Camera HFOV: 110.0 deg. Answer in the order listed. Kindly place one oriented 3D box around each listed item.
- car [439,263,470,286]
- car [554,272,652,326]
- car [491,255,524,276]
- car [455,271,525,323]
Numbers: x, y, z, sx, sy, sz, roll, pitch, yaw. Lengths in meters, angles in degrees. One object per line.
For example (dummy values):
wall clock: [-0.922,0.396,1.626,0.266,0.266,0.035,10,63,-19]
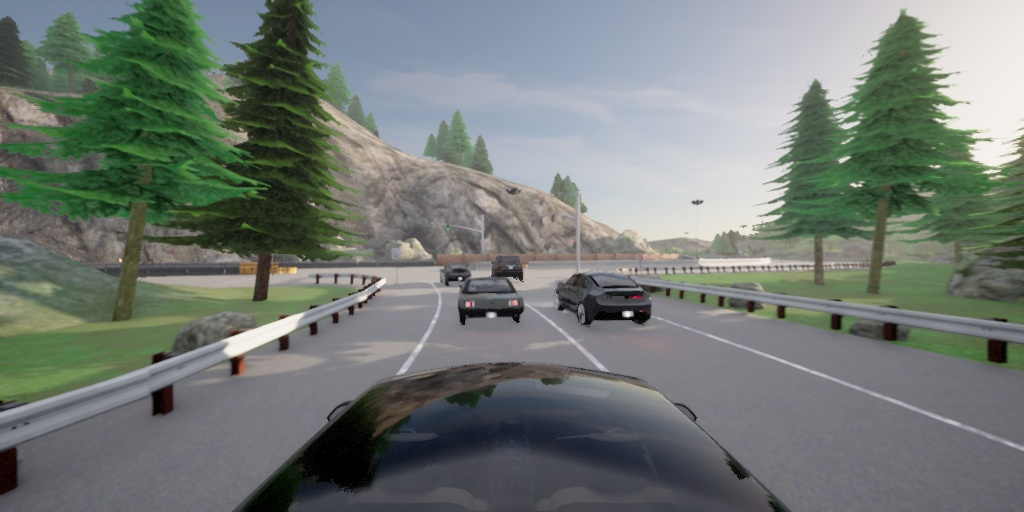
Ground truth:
car: [-4.163,1.284,26.204,1.837,1.490,4.892,0,0,-17]
car: [2.713,1.245,11.680,1.837,1.490,4.892,0,0,-7]
car: [-0.395,0.982,29.072,2.150,2.045,5.566,-1,0,-7]
car: [-0.850,1.357,12.159,1.895,1.301,4.718,0,0,-7]
